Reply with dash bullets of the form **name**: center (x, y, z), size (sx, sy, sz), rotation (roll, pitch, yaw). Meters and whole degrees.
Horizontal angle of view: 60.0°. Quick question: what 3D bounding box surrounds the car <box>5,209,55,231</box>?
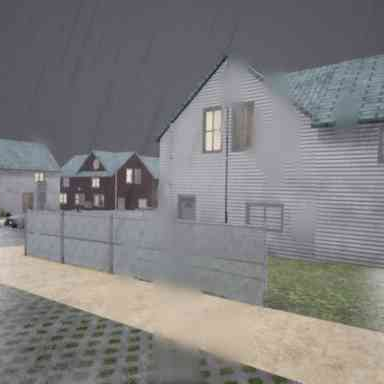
- **car**: center (-10.360, 1.819, 22.790), size (1.994, 1.385, 4.181), rotation (2, 0, 37)

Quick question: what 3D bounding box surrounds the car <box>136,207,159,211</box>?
- **car**: center (-4.431, 2.074, 30.791), size (1.895, 1.301, 4.718), rotation (2, 0, 37)
